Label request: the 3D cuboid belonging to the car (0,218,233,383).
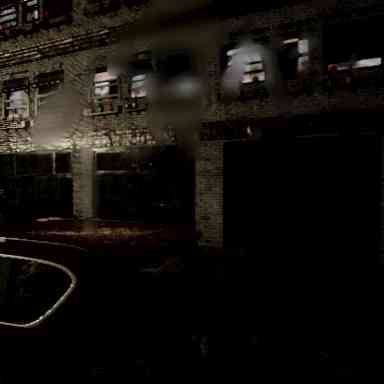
[{"bbox_3d":[-2.038,1.246,3.614,5.009,1.841,2.192,0,2,25],"label":"car"}]
